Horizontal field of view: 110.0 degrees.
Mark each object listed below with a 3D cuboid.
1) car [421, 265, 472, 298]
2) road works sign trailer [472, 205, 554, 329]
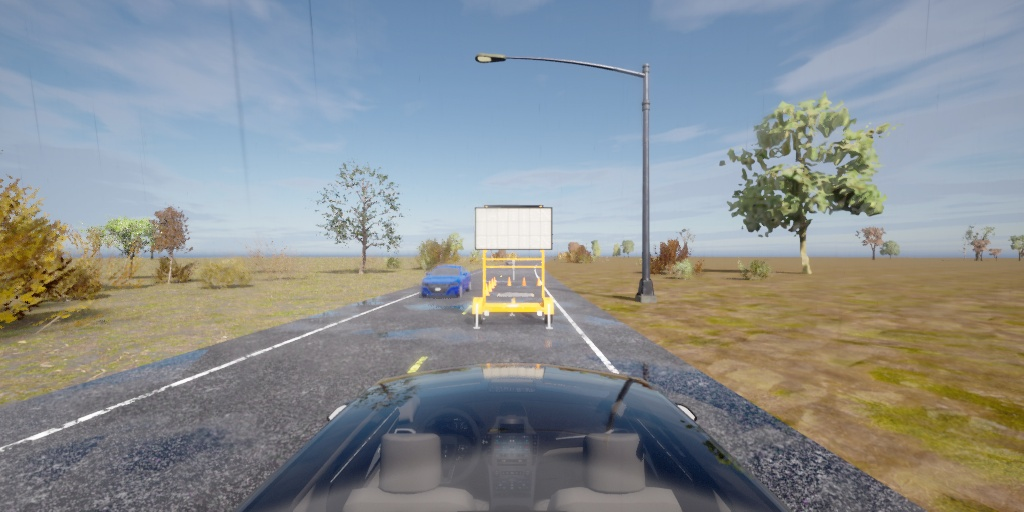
[{"bbox_3d":[-3.273,1.226,18.591,1.882,1.535,5.008,0,0,1],"label":"car"},{"bbox_3d":[0.054,0.214,11.252,2.380,3.560,2.880,0,0,1],"label":"road works sign trailer"}]
